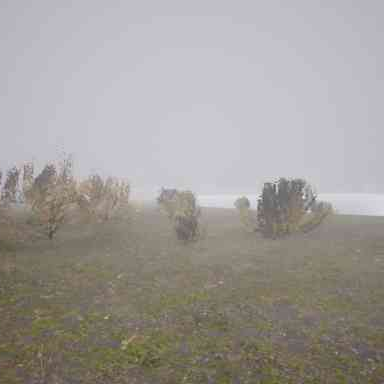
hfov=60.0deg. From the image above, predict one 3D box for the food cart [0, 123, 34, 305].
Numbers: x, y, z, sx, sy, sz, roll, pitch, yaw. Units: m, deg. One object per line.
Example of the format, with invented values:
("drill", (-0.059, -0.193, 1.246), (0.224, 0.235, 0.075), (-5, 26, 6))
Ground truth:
("food cart", (-5.974, 0.472, 7.443), (4.660, 3.560, 2.280), (-1, 0, 34))
